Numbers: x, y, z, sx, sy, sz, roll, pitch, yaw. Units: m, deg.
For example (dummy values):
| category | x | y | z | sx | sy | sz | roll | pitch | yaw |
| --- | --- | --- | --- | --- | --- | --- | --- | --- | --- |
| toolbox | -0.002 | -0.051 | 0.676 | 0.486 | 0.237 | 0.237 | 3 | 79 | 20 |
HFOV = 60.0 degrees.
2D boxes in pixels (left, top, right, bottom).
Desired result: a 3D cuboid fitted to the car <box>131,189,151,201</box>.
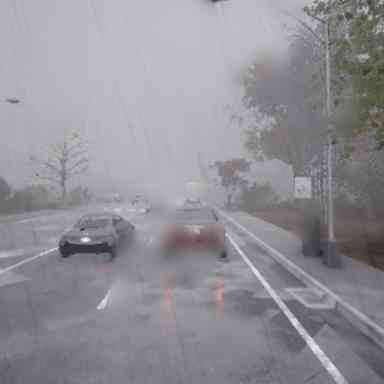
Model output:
| category | x | y | z | sx | sy | sz | roll | pitch | yaw |
| --- | --- | --- | --- | --- | --- | --- | --- | --- | --- |
| car | -6.986 | 0.607 | 46.107 | 2.150 | 2.045 | 5.566 | 0 | 0 | 0 |

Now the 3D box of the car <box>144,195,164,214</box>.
| category | x | y | z | sx | sy | sz | roll | pitch | yaw |
| --- | --- | --- | --- | --- | --- | --- | --- | --- | --- |
| car | -3.390 | 1.354 | 32.661 | 2.033 | 1.411 | 5.357 | 0 | 0 | 0 |

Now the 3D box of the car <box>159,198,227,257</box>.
| category | x | y | z | sx | sy | sz | roll | pitch | yaw |
| --- | --- | --- | --- | --- | --- | --- | --- | --- | --- |
| car | 0.104 | 1.275 | 12.746 | 2.097 | 1.767 | 4.553 | 0 | 0 | 0 |

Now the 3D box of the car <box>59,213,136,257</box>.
| category | x | y | z | sx | sy | sz | roll | pitch | yaw |
| --- | --- | --- | --- | --- | --- | --- | --- | --- | --- |
| car | -3.403 | 1.489 | 12.650 | 1.994 | 1.385 | 4.181 | 0 | 0 | 0 |

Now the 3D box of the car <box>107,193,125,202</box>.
| category | x | y | z | sx | sy | sz | roll | pitch | yaw |
| --- | --- | --- | --- | --- | --- | --- | --- | --- | --- |
| car | -10.486 | 0.906 | 46.140 | 1.812 | 1.442 | 4.674 | 0 | 0 | 0 |
